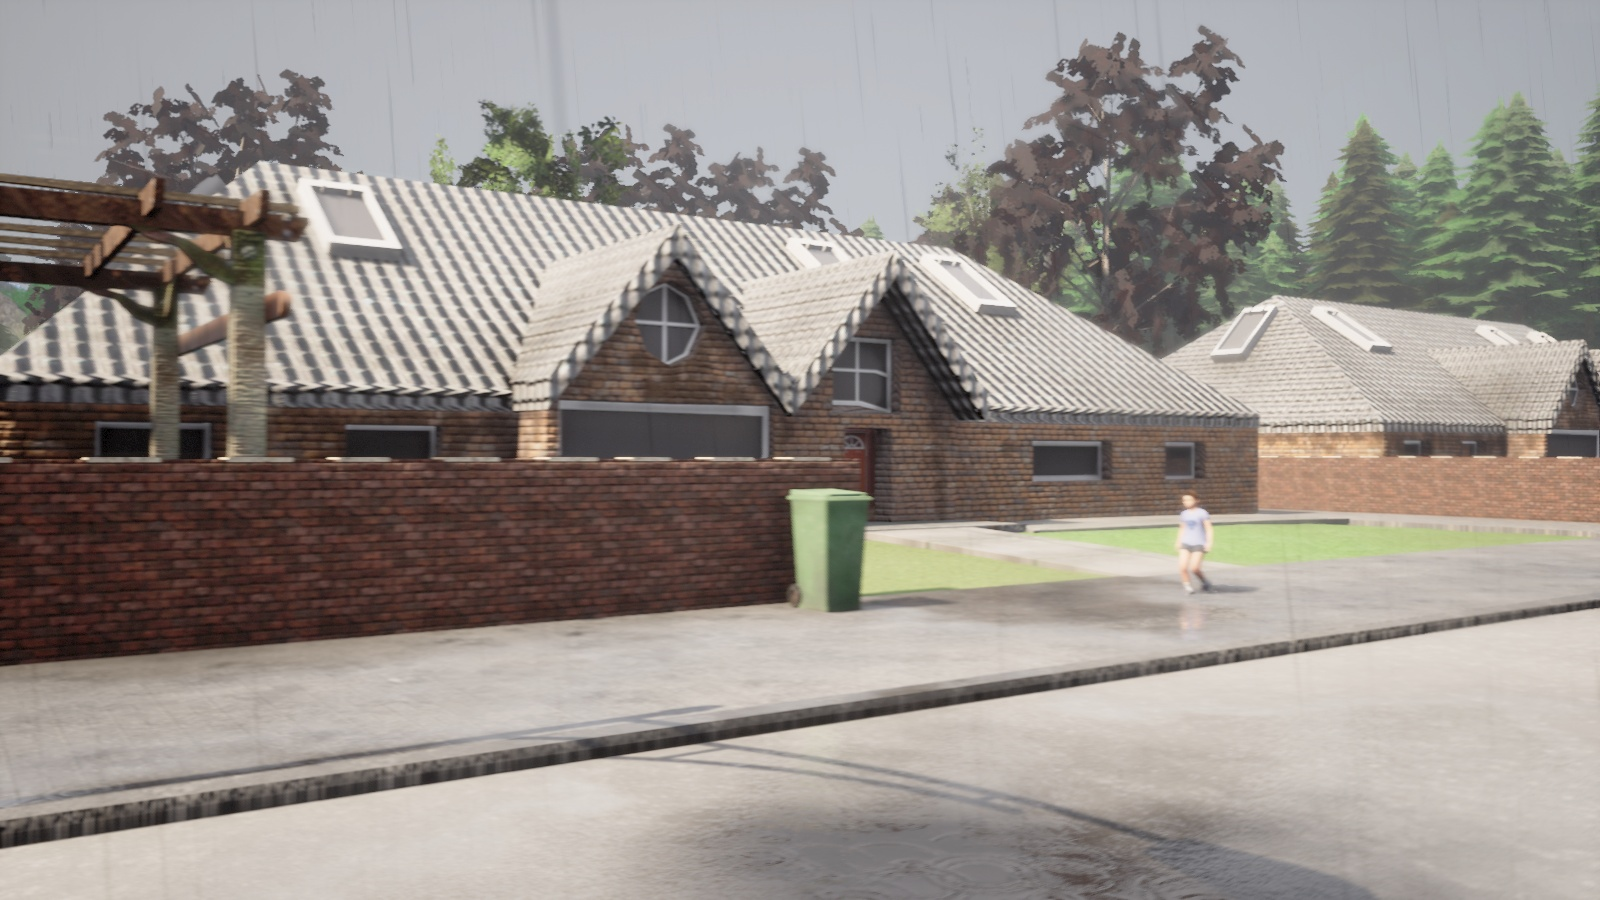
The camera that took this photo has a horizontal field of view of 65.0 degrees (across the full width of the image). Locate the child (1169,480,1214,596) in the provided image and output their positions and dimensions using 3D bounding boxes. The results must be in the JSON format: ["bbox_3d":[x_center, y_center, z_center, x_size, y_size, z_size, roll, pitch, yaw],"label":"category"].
[{"bbox_3d":[3.862,0.857,12.381,0.394,1.110,0.255,0,0,-40],"label":"child"}]
